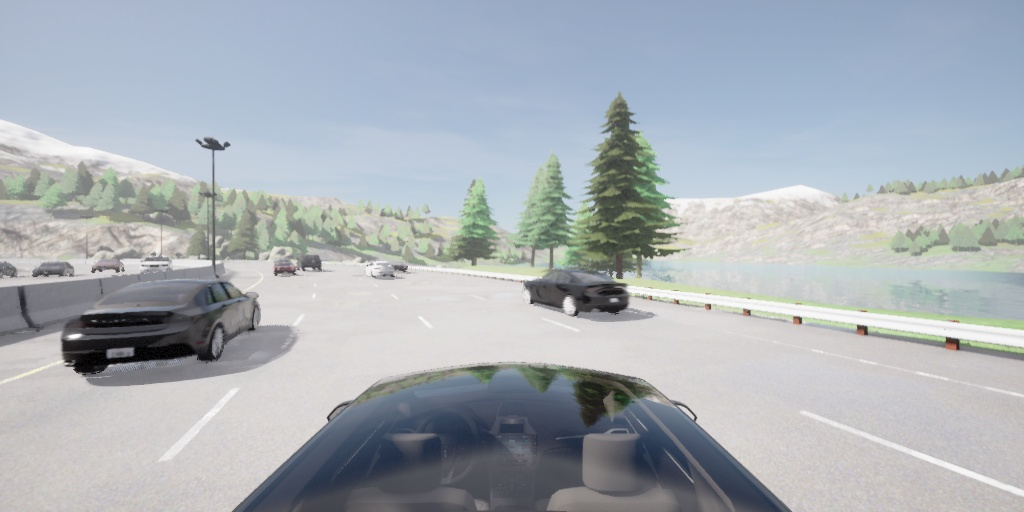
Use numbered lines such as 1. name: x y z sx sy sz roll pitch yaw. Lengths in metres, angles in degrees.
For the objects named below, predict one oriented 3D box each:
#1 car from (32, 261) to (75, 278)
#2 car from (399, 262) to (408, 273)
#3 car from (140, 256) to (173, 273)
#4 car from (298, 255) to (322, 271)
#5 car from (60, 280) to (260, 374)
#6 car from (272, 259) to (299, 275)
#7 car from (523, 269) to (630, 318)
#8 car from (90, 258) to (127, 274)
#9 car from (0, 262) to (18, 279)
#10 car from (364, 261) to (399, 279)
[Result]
1. car: -43.663 1.278 34.232 1.837 1.490 4.892 0 0 -40
2. car: -13.695 1.273 41.252 1.895 1.301 4.718 0 0 -36
3. car: -38.280 0.983 38.706 2.150 2.045 5.566 0 0 -40
4. car: -26.106 0.890 46.044 2.150 2.045 5.566 0 -1 -40
5. car: -6.978 1.247 7.727 1.837 1.490 4.892 0 0 -23
6. car: -23.534 1.293 36.971 1.895 1.301 4.718 0 0 -36
7. car: 2.102 1.199 13.160 1.882 1.535 5.008 0 0 -24
8. car: -40.981 0.952 36.480 1.812 1.442 4.674 0 0 -40
9. car: -46.345 1.286 31.984 1.837 1.490 4.892 0 0 -40
10. car: -11.921 1.217 32.221 1.812 1.442 4.674 0 0 -32
